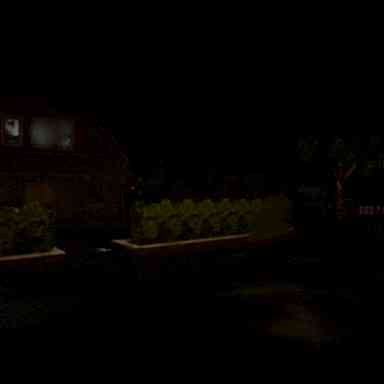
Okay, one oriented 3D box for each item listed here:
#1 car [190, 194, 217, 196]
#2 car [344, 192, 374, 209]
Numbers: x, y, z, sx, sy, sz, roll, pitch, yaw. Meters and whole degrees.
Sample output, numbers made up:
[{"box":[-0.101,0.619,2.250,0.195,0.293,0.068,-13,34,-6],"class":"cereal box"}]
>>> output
[{"box":[1.689,1.189,31.230,2.150,2.045,5.566,0,0,-35],"class":"car"},{"box":[17.832,0.927,36.541,3.866,1.878,1.905,0,0,0],"class":"car"}]
